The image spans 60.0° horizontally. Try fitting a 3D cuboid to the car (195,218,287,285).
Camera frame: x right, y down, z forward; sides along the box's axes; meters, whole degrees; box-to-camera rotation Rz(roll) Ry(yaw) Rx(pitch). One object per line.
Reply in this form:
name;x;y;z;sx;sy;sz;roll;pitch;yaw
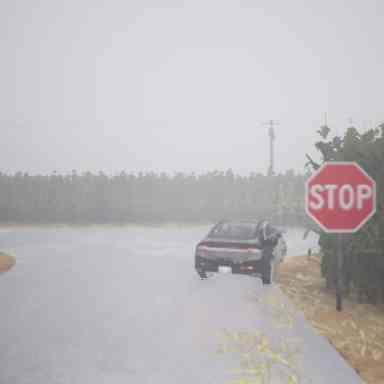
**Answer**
car;1.591;1.506;9.667;2.128;1.511;4.902;0;0;21
